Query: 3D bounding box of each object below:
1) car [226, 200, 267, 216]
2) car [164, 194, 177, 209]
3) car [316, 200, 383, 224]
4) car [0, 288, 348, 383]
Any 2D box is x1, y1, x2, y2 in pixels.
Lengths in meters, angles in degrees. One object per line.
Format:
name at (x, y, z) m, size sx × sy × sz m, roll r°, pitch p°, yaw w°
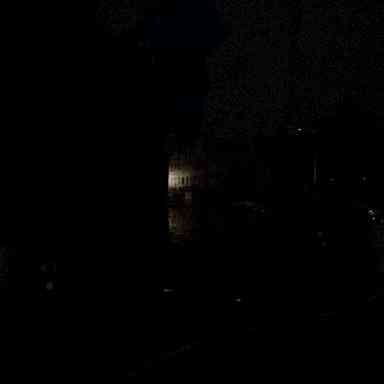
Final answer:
car at (5.313, 1.578, 33.108) m, size 1.812 × 1.442 × 4.674 m, roll 1°, pitch 0°, yaw -35°
car at (-4.255, 1.309, 46.614) m, size 2.150 × 2.045 × 5.566 m, roll 1°, pitch -1°, yaw -35°
car at (11.560, 1.383, 24.360) m, size 2.097 × 1.767 × 4.553 m, roll 1°, pitch 0°, yaw -36°
car at (-0.620, 1.566, 2.360) m, size 4.313 × 1.339 × 1.947 m, roll 0°, pitch 0°, yaw -35°
